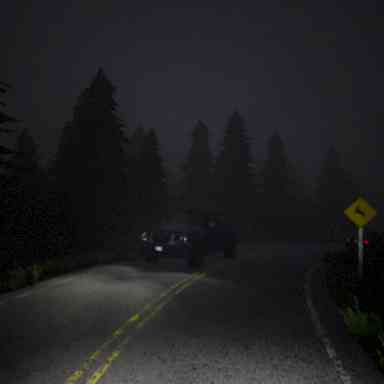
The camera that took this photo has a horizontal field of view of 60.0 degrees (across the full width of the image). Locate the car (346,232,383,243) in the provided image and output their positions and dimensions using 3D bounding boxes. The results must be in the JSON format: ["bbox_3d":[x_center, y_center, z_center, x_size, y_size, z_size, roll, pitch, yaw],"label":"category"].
[{"bbox_3d":[13.356,3.657,24.401,5.357,1.411,2.033,7,-4,-36],"label":"car"}]

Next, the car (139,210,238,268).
[{"bbox_3d":[0.158,1.767,13.727,2.150,2.045,5.566,0,-4,28],"label":"car"}]
